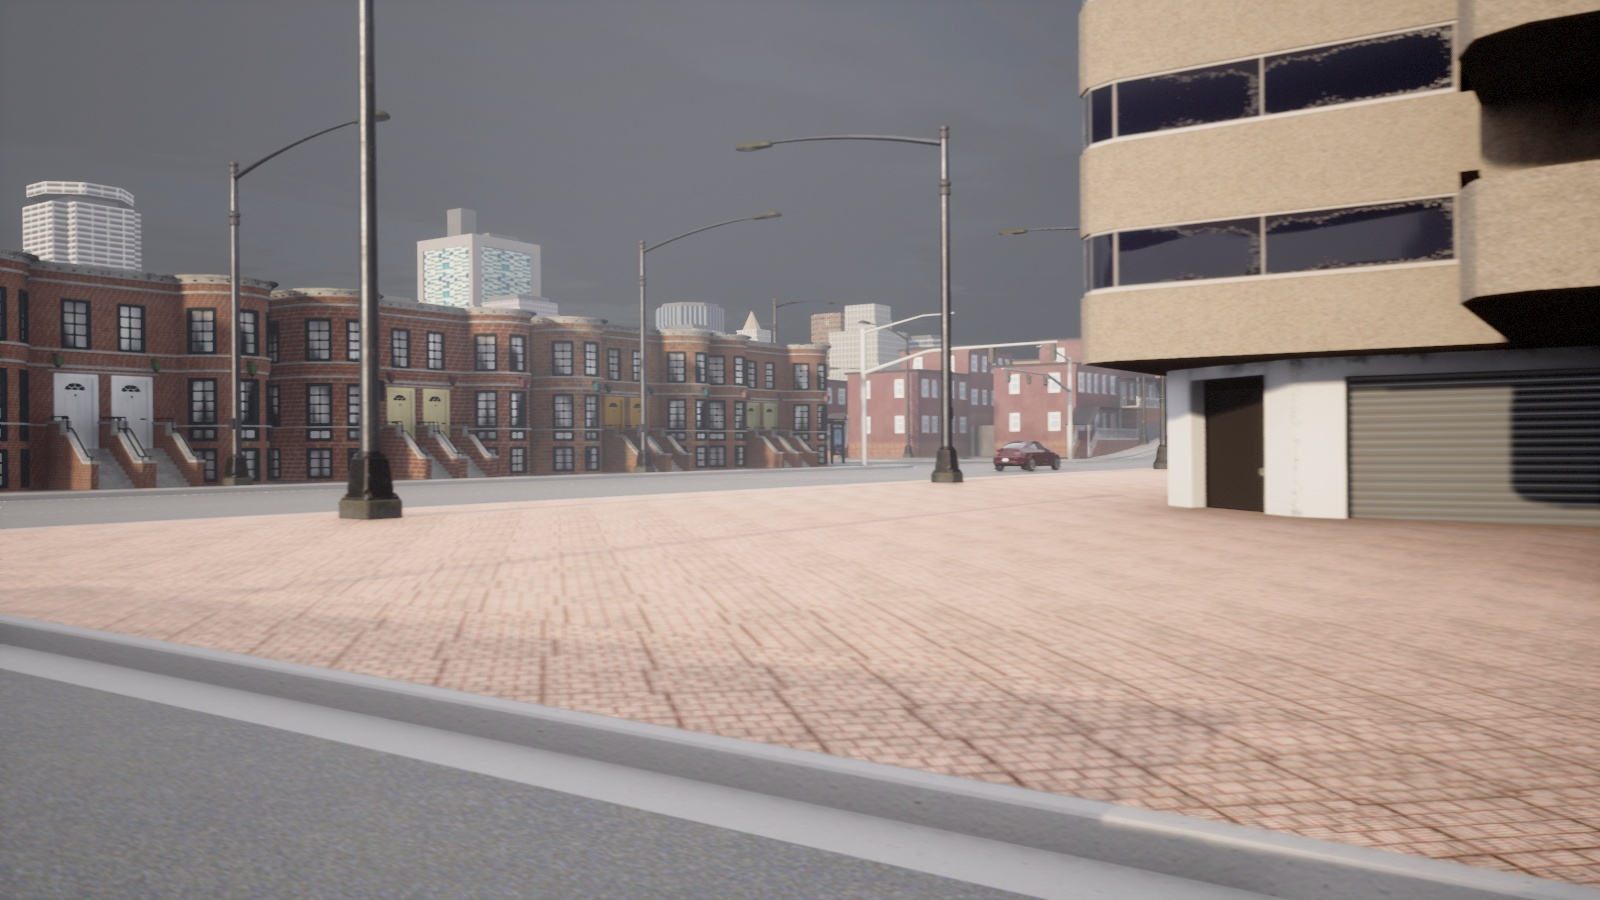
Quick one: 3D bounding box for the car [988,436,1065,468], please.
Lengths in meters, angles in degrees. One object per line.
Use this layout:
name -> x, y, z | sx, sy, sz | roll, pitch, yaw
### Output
car -> 10.865, 0.080, 60.037 | 1.812, 1.442, 4.674 | -1, 0, 35
